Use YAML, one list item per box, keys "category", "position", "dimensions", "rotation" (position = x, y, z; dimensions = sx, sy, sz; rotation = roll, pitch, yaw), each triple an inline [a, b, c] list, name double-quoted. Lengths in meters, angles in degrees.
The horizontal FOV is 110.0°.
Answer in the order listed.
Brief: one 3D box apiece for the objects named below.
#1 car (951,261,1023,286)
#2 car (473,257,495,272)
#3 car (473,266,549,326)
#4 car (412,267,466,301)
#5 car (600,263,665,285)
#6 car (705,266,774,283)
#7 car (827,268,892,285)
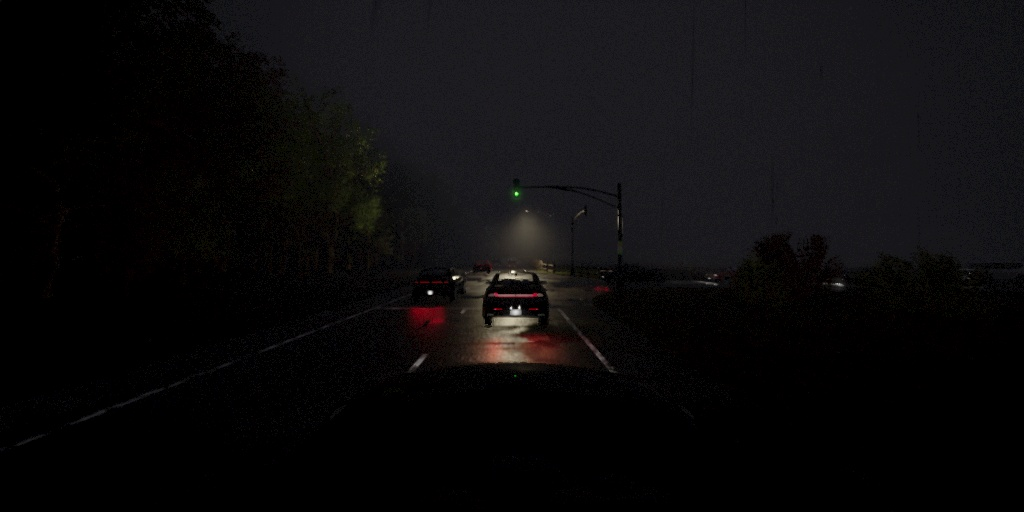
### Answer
- category: "car"
  position: [40.082, 1.442, 30.344]
  dimensions: [5.566, 2.045, 2.150]
  rotation: [1, -1, 0]
- category: "car"
  position: [-3.401, 1.198, 41.977]
  dimensions: [1.882, 1.535, 5.008]
  rotation: [0, 0, 0]
- category: "car"
  position: [0.141, 1.236, 11.674]
  dimensions: [2.128, 1.511, 4.902]
  rotation: [0, 0, 1]
- category: "car"
  position: [-3.399, 1.247, 17.311]
  dimensions: [1.837, 1.490, 4.892]
  rotation: [0, 0, 0]
- category: "car"
  position: [8.713, 1.292, 25.911]
  dimensions: [4.902, 1.511, 2.128]
  rotation: [1, -2, -18]
- category: "car"
  position: [19.415, 1.541, 30.442]
  dimensions: [5.357, 1.411, 2.033]
  rotation: [1, -1, 0]
- category: "car"
  position: [29.362, 1.667, 30.391]
  dimensions: [4.181, 1.385, 1.994]
  rotation: [1, -1, 1]
